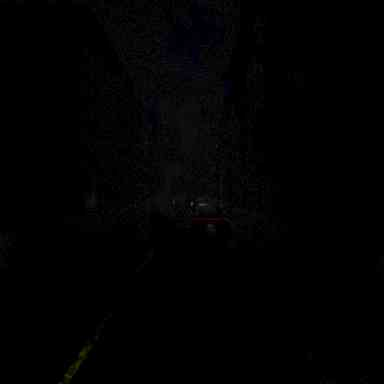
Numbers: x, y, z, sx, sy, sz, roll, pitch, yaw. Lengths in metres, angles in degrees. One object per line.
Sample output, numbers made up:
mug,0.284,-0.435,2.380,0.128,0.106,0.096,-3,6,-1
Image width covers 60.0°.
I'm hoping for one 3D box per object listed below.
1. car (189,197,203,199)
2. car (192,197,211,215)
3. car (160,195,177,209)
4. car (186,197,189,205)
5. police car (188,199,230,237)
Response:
car,0.894,1.421,27.767,1.882,1.535,5.008,0,0,0
car,0.892,1.385,33.957,1.801,1.575,5.366,0,0,0
car,-3.094,1.259,44.336,2.097,1.767,4.553,0,0,0
car,-0.013,1.451,54.142,1.994,1.385,4.181,0,0,0
police car,0.896,1.389,17.878,1.930,1.638,5.238,0,0,0
